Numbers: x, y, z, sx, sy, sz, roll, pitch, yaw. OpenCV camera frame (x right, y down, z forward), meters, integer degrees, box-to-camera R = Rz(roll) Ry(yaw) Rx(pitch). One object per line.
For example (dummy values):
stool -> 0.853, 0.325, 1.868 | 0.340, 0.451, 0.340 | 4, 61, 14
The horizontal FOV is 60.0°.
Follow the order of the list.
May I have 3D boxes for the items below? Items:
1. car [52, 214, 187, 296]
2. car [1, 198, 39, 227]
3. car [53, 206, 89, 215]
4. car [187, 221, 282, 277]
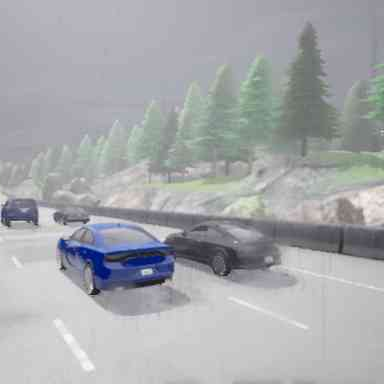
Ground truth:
car -> -2.334, 1.585, 9.197 | 1.882, 1.535, 5.008 | 1, -1, -34
car -> -13.394, 1.500, 25.834 | 2.150, 2.045, 5.566 | 1, -1, -34
car -> -9.693, 1.846, 26.582 | 2.033, 1.411, 5.357 | 1, -1, -34
car -> 0.791, 1.663, 10.818 | 1.812, 1.442, 4.674 | 1, -1, -34
